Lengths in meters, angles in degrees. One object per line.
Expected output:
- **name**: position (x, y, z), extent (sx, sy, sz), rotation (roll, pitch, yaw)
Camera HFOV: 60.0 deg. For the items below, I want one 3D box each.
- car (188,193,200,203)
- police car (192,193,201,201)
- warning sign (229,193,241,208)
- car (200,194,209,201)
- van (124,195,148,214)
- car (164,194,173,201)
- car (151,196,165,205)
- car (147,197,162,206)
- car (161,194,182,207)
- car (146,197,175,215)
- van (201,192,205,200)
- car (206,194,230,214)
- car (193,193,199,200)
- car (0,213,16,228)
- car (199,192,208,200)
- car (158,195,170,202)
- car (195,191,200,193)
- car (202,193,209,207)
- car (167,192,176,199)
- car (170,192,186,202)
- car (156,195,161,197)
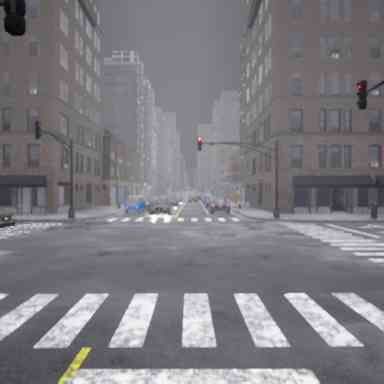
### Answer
- **car**: position (0.183, 1.410, 63.405), extent (1.895, 1.301, 4.718), rotation (0, 0, 0)
- **police car**: position (1.028, 1.178, 79.902), extent (1.930, 1.638, 5.238), rotation (0, 0, -1)
- **warning sign**: position (5.181, 0.997, 39.793), extent (1.300, 1.860, 1.060), rotation (0, 0, 0)
- **car**: position (2.896, 1.196, 79.161), extent (1.967, 1.590, 4.097), rotation (0, 0, 0)
- **van**: position (-5.764, 1.240, 33.830), extent (1.690, 1.788, 3.998), rotation (0, 0, 0)
- **car**: position (-5.630, 1.282, 79.006), extent (1.752, 1.417, 4.829), rotation (0, 0, 0)
- **car**: position (-5.696, 1.397, 56.503), extent (1.947, 1.339, 4.313), rotation (0, 0, 0)
- **car**: position (-5.713, 1.430, 50.835), extent (1.802, 1.307, 4.206), rotation (0, 0, 0)
- **car**: position (-2.950, 1.420, 48.280), extent (1.994, 1.385, 4.181), rotation (0, 0, 0)
- **car**: position (-3.019, 1.466, 32.654), extent (1.994, 1.385, 4.181), rotation (0, 0, 1)
- **van**: position (2.829, 1.172, 56.483), extent (1.690, 1.788, 3.998), rotation (0, 0, 0)
- **car**: position (2.762, 1.339, 33.807), extent (1.967, 1.590, 4.097), rotation (0, 0, 0)
- **car**: position (1.048, 1.174, 89.997), extent (1.801, 1.575, 5.366), rotation (0, 0, 0)
- **car**: position (-12.486, 1.471, 17.892), extent (5.357, 1.411, 2.033), rotation (0, 0, 0)
- **car**: position (2.913, 1.051, 84.829), extent (2.192, 1.841, 5.009), rotation (0, 0, 0)
- **car**: position (-5.662, 1.360, 67.840), extent (1.947, 1.339, 4.313), rotation (0, 0, 0)
- **car**: position (0.212, 1.068, 73.378), extent (1.882, 1.535, 5.008), rotation (0, 0, 0)
- **car**: position (2.796, 1.306, 45.145), extent (1.967, 1.590, 4.097), rotation (0, 0, 0)
- **car**: position (-5.596, 1.032, 90.512), extent (2.192, 1.841, 5.009), rotation (0, 0, 0)
- **car**: position (-2.810, 1.287, 67.862), extent (2.128, 1.511, 4.902), rotation (0, 0, 0)
- **car**: position (-5.730, 1.431, 45.167), extent (1.947, 1.339, 4.313), rotation (0, 0, 0)
